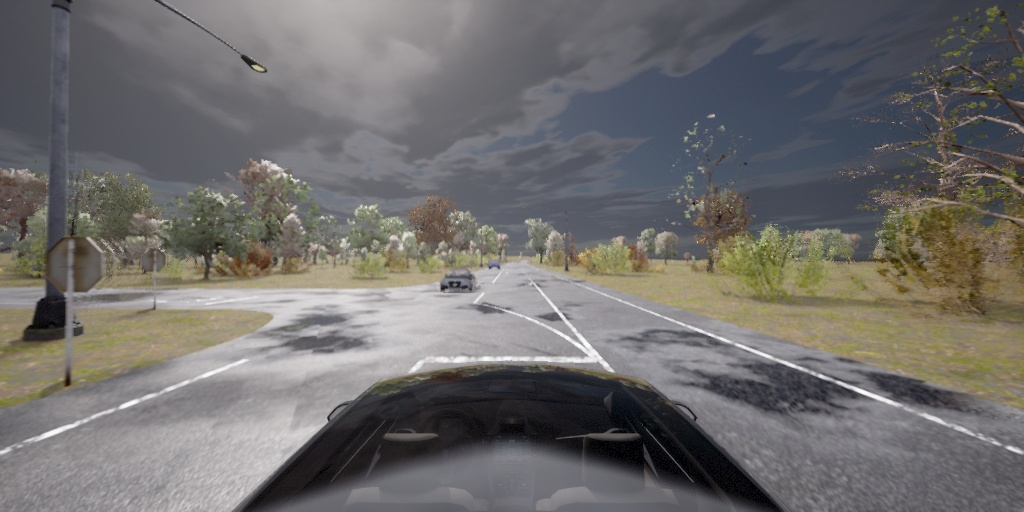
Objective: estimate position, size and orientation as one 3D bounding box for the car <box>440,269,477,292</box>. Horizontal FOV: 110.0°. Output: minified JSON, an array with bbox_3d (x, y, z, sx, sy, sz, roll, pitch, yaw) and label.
[{"bbox_3d":[-3.437,1.558,23.591,1.994,1.385,4.181,0,-1,0],"label":"car"}]
